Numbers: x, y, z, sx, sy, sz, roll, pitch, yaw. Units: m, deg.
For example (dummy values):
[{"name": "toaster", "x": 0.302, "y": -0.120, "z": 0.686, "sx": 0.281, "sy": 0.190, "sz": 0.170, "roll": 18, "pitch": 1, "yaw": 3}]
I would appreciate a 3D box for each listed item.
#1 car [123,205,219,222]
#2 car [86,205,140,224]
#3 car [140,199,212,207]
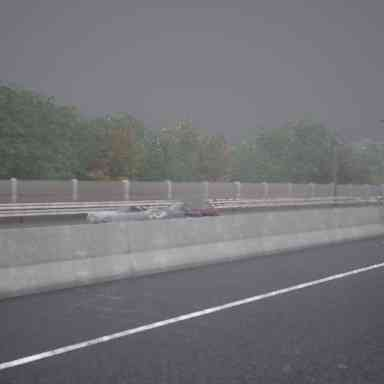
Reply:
[{"name": "car", "x": -0.658, "y": 1.551, "z": 16.360, "sx": 4.718, "sy": 1.301, "sz": 1.895, "roll": 0, "pitch": 0, "yaw": -35}, {"name": "car", "x": -4.500, "y": 1.547, "z": 22.216, "sx": 4.718, "sy": 1.301, "sz": 1.895, "roll": 0, "pitch": 0, "yaw": -35}, {"name": "car", "x": -0.541, "y": 1.287, "z": 20.705, "sx": 4.553, "sy": 1.767, "sz": 2.097, "roll": 0, "pitch": 0, "yaw": -35}]
